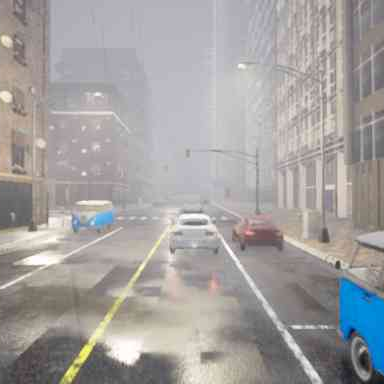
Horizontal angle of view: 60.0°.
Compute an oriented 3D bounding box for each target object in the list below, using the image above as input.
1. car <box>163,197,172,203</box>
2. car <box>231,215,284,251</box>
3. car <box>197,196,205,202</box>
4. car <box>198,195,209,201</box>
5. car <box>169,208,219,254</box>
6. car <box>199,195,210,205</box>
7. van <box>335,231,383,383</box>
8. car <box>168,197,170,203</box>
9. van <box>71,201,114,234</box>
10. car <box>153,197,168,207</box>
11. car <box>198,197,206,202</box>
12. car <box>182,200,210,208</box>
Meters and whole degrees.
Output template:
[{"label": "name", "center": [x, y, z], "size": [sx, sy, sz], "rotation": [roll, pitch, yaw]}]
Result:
[{"label": "car", "center": [-5.851, 1.904, 80.275], "size": [1.802, 1.307, 4.206], "rotation": [1, 0, 0]}, {"label": "car", "center": [2.673, 1.640, 14.075], "size": [1.802, 1.307, 4.206], "rotation": [1, 0, 0]}, {"label": "car", "center": [2.504, 1.917, 91.605], "size": [2.008, 1.369, 4.403], "rotation": [1, 0, 0]}, {"label": "car", "center": [2.566, 1.837, 63.332], "size": [1.802, 1.307, 4.206], "rotation": [1, 0, 0]}, {"label": "car", "center": [0.077, 1.582, 13.633], "size": [1.812, 1.442, 4.674], "rotation": [0, 0, 0]}, {"label": "car", "center": [2.558, 1.592, 68.988], "size": [2.192, 1.841, 5.009], "rotation": [1, 0, 0]}, {"label": "van", "center": [2.702, 1.353, 2.775], "size": [1.690, 1.788, 3.998], "rotation": [1, 0, 0]}, {"label": "car", "center": [-5.814, 1.806, 63.312], "size": [2.008, 1.369, 4.403], "rotation": [1, 0, 0]}, {"label": "van", "center": [-5.802, 1.423, 19.742], "size": [1.690, 1.788, 3.998], "rotation": [1, 0, 0]}, {"label": "car", "center": [-5.801, 1.784, 57.657], "size": [2.008, 1.369, 4.403], "rotation": [1, 0, 0]}, {"label": "car", "center": [2.516, 1.926, 85.951], "size": [1.802, 1.307, 4.206], "rotation": [1, 0, 0]}, {"label": "car", "center": [0.027, 1.602, 23.945], "size": [2.163, 1.488, 4.792], "rotation": [0, 0, -1]}]
